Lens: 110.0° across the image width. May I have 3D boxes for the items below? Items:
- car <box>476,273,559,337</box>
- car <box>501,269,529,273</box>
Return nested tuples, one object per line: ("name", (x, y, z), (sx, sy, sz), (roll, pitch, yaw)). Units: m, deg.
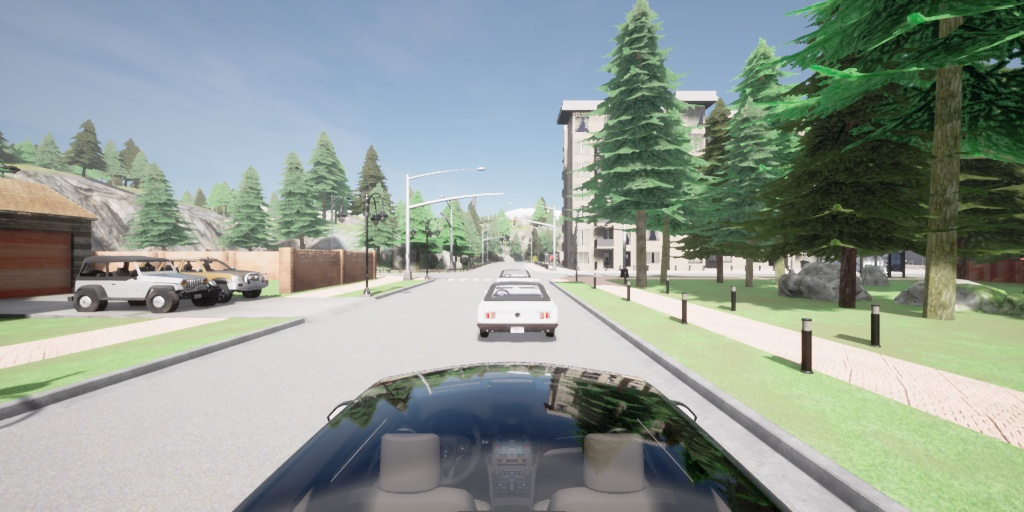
("car", (0.134, 1.351, 10.192), (1.895, 1.301, 4.718), (0, 0, 0))
("car", (0.167, 1.351, 19.359), (1.895, 1.301, 4.718), (0, 0, 0))
